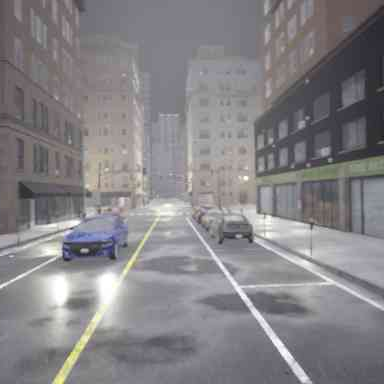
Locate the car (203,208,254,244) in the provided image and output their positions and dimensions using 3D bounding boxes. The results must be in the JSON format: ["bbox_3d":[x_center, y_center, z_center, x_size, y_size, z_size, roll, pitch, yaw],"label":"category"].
[{"bbox_3d":[1.915,1.736,16.783,2.008,1.369,4.403,-2,-1,-4],"label":"car"}]

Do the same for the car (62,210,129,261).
[{"bbox_3d":[-3.765,1.733,13.668,1.882,1.535,5.008,-1,-1,-4],"label":"car"}]

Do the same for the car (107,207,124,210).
[{"bbox_3d":[-7.666,2.124,32.964,1.887,1.381,4.507,-2,-1,-4],"label":"car"}]

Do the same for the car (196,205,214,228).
[{"bbox_3d":[1.552,1.792,22.528,1.752,1.417,4.829,-2,-1,-4],"label":"car"}]

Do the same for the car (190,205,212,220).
[{"bbox_3d":[0.862,2.003,33.506,1.802,1.307,4.206,-2,-1,-4],"label":"car"}]

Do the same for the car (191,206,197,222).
[{"bbox_3d":[1.213,1.909,27.932,1.947,1.339,4.313,-2,-1,-4],"label":"car"}]
